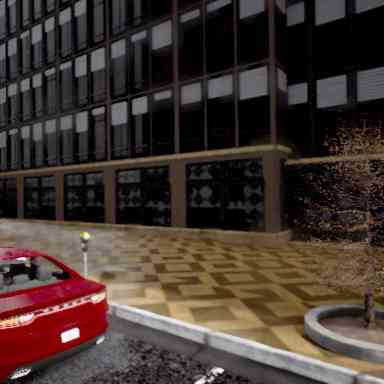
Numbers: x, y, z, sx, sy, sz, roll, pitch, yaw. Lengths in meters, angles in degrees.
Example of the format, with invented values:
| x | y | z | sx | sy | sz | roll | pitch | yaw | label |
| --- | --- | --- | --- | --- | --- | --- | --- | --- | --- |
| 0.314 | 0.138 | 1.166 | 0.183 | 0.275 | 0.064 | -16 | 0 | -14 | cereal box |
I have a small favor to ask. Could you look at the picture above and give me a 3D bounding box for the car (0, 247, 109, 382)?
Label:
| x | y | z | sx | sy | sz | roll | pitch | yaw | label |
| --- | --- | --- | --- | --- | --- | --- | --- | --- | --- |
| -3.243 | 1.543 | 5.203 | 4.507 | 1.381 | 1.887 | 0 | -1 | 36 | car |
